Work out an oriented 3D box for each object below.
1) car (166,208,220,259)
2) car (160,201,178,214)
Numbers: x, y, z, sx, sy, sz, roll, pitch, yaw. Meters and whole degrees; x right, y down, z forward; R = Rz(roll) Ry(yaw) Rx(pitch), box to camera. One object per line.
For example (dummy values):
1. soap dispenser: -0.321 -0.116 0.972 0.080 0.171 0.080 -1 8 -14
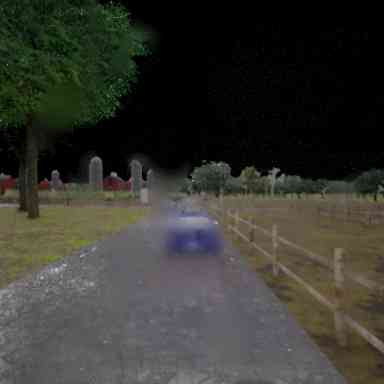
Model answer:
1. car: 0.057 1.620 13.342 1.882 1.535 5.008 0 0 1
2. car: -2.793 1.877 40.855 1.882 1.535 5.008 0 -1 0
